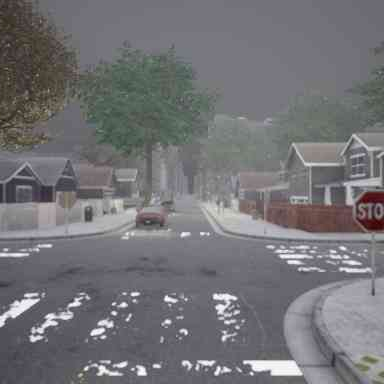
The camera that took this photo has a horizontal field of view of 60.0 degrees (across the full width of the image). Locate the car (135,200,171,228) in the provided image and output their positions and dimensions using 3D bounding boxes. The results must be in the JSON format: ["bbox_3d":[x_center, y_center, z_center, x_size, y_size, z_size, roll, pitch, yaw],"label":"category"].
[{"bbox_3d":[-2.753,1.617,23.430,1.882,1.535,5.008,0,0,0],"label":"car"}]

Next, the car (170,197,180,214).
[{"bbox_3d":[-2.758,1.741,39.221,1.837,1.490,4.892,0,0,0],"label":"car"}]
